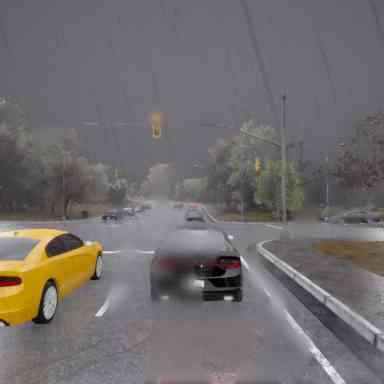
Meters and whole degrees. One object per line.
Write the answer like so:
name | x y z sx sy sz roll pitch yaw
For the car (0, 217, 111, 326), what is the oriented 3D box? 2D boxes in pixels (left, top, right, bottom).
car | -3.404 1.542 7.274 1.882 1.535 5.008 0 -1 0

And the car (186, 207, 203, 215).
car | 0.280 2.881 40.791 1.994 1.385 4.181 0 -2 -3

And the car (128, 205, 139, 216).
car | -10.457 3.209 54.610 1.812 1.442 4.674 0 -1 0

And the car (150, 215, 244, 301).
car | 0.104 1.565 8.515 1.882 1.535 5.008 0 -1 0

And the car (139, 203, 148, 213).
car | -10.391 3.243 64.715 2.128 1.511 4.902 0 0 1

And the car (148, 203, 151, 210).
car | -10.325 3.227 75.295 2.033 1.411 5.357 0 0 0

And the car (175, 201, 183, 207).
car | -3.417 3.163 86.728 1.994 1.385 4.181 0 0 -3

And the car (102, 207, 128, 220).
car | -10.507 3.000 44.739 2.033 1.411 5.357 0 -2 1

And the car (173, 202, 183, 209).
car | -3.322 3.180 76.660 1.837 1.490 4.892 0 0 0

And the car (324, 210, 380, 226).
car | 15.154 2.427 31.620 4.902 1.511 2.128 0 -2 -2

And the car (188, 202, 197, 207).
car | 0.179 3.038 76.147 2.097 1.767 4.553 0 0 0
